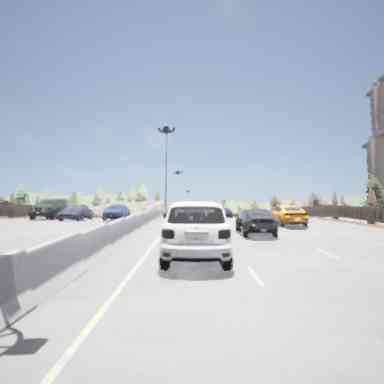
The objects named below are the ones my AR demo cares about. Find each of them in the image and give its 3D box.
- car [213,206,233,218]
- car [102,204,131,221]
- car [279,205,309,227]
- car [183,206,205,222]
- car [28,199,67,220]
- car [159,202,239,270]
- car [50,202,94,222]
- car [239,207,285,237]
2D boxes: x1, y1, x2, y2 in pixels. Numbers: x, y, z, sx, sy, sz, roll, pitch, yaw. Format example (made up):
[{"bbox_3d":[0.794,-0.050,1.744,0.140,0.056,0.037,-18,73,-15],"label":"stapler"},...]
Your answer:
[{"bbox_3d":[3.694,2.451,39.859,1.994,1.385,4.181,0,-4,0],"label":"car"},{"bbox_3d":[-6.943,1.869,31.016,1.882,1.535,5.008,0,-2,1],"label":"car"},{"bbox_3d":[7.158,1.743,24.980,1.882,1.535,5.008,0,-1,0],"label":"car"},{"bbox_3d":[0.172,1.989,30.574,1.895,1.301,4.718,0,-2,0],"label":"car"},{"bbox_3d":[-13.922,1.667,32.793,2.150,2.045,5.566,0,-3,0],"label":"car"},{"bbox_3d":[0.125,1.336,11.624,2.150,2.045,5.566,0,0,0],"label":"car"},{"bbox_3d":[-10.452,1.901,30.174,2.033,1.411,5.357,0,-2,1],"label":"car"},{"bbox_3d":[3.643,1.702,19.272,1.837,1.490,4.892,0,0,0],"label":"car"}]
